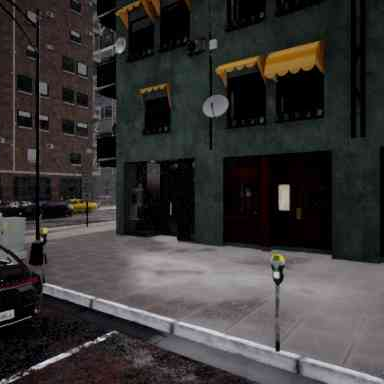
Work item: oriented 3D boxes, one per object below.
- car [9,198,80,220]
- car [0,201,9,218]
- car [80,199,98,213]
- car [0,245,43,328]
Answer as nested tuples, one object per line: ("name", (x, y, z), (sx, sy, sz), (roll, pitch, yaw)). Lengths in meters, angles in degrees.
("car", (-11.226, 1.346, 25.589), (1.994, 1.385, 4.181), (0, 1, 35))
("car", (-14.045, 1.350, 26.058), (2.008, 1.369, 4.403), (1, 1, 35))
("car", (-10.958, 1.250, 30.486), (1.752, 1.417, 4.829), (1, 1, 35))
("car", (-4.469, 1.552, 6.054), (4.403, 1.369, 2.008), (0, 0, 35))
